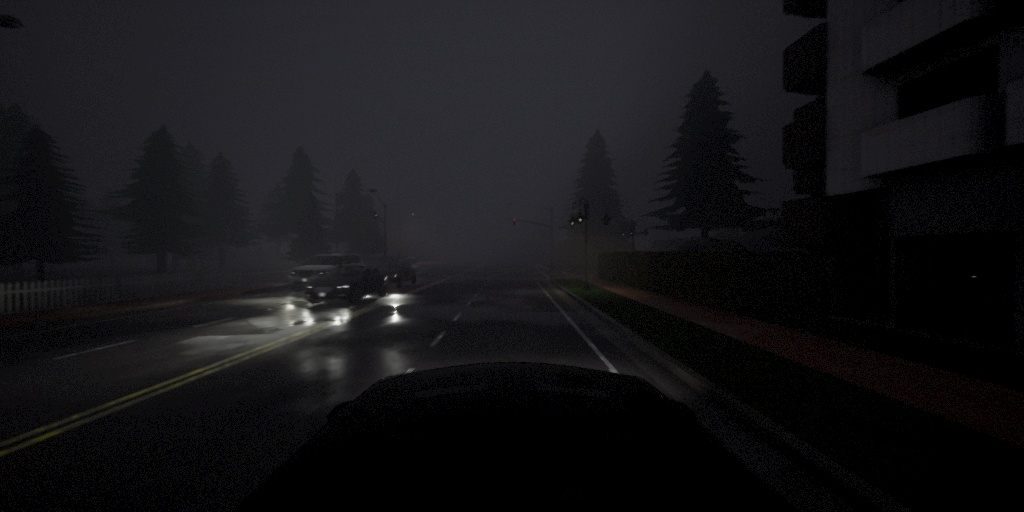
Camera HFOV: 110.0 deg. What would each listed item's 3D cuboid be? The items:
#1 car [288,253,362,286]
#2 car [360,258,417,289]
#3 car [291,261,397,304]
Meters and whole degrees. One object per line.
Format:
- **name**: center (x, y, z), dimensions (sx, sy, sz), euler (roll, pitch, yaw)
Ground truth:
- **car**: center (-10.494, 0.851, 20.908), dimensions (2.150, 2.045, 5.566), euler (0, 0, 0)
- **car**: center (-6.991, 1.011, 21.280), dimensions (1.812, 1.442, 4.674), euler (0, 0, 0)
- **car**: center (-7.047, 1.159, 15.781), dimensions (2.128, 1.511, 4.902), euler (0, 0, 0)
